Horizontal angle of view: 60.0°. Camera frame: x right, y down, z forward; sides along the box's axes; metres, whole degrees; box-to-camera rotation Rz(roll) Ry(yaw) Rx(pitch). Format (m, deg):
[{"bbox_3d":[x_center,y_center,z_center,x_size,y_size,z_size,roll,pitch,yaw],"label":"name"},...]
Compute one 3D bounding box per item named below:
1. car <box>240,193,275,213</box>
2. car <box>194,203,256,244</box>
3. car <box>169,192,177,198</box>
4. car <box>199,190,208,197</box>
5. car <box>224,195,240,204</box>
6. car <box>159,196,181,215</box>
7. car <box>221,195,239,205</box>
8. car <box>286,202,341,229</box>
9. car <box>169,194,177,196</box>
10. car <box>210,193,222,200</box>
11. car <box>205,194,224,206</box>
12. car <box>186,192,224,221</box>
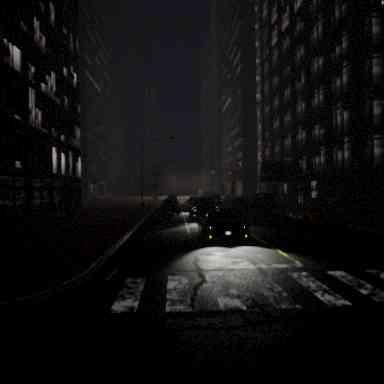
[{"bbox_3d":[6.331,0.958,31.389,2.192,1.841,5.009,-1,1,-3],"label":"car"},{"bbox_3d":[1.347,1.448,15.243,1.994,1.385,4.181,-1,1,-3],"label":"car"},{"bbox_3d":[-4.890,0.722,87.278,1.967,1.590,4.097,0,1,-3],"label":"car"},{"bbox_3d":[3.190,0.395,93.362,2.192,1.841,5.009,-1,1,-3],"label":"car"},{"bbox_3d":[5.763,1.088,42.659,1.887,1.381,4.507,-1,1,-3],"label":"car"},{"bbox_3d":[-2.032,1.358,30.926,1.947,1.339,4.313,-1,1,-3],"label":"car"},{"bbox_3d":[5.477,1.074,48.293,1.802,1.307,4.206,-1,1,-3],"label":"car"},{"bbox_3d":[6.901,1.273,19.456,1.752,1.417,4.829,-1,1,-3],"label":"car"},{"bbox_3d":[-2.318,1.293,36.561,2.008,1.369,4.403,-1,1,-3],"label":"car"},{"bbox_3d":[4.620,0.884,65.195,1.887,1.381,4.507,-1,1,-3],"label":"car"},{"bbox_3d":[3.015,1.110,45.519,2.033,1.411,5.357,-1,1,-3],"label":"car"},{"bbox_3d":[0.861,1.153,24.792,2.097,1.767,4.553,-1,1,-3],"label":"car"}]
